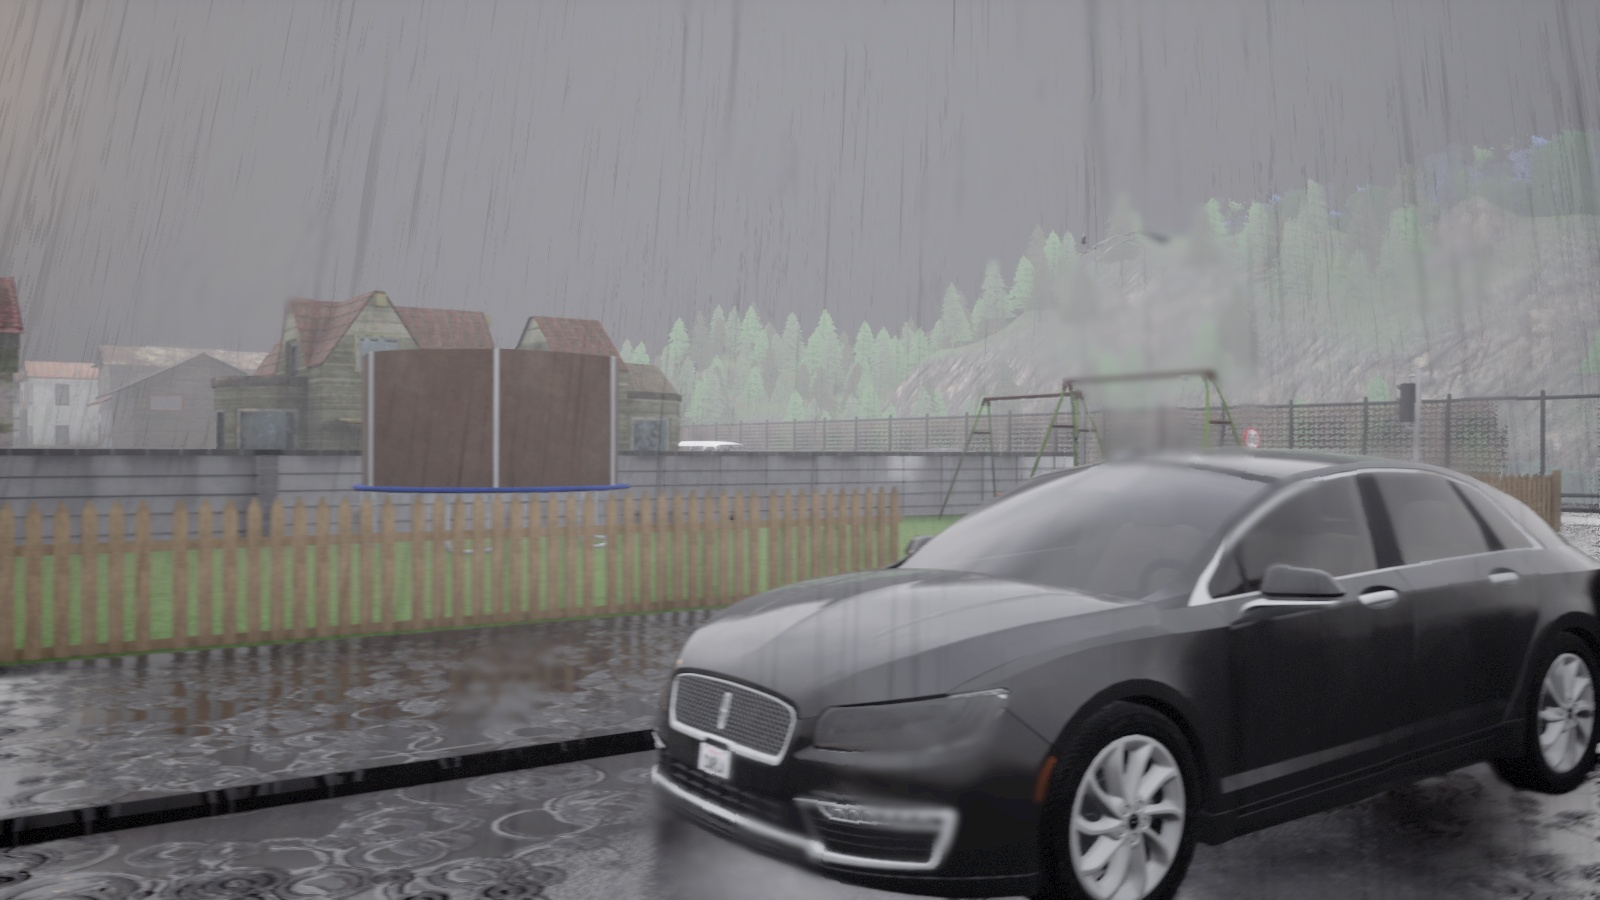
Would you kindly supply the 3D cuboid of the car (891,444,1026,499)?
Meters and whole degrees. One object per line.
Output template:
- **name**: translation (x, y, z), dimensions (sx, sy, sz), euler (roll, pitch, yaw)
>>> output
- **car**: translation (5.390, 0.698, 43.228), dimensions (2.097, 1.767, 4.553), euler (0, 0, -35)

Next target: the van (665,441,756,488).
- **van**: translation (-4.097, 0.616, 56.856), dimensions (2.069, 2.038, 4.480), euler (0, 0, -35)

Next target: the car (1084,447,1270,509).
- **car**: translation (10.617, 0.740, 35.717), dimensions (2.033, 1.649, 4.856), euler (0, 0, -35)

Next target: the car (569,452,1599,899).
- **car**: translation (1.655, 0.759, 5.419), dimensions (4.892, 1.490, 1.837), euler (0, 0, -35)
